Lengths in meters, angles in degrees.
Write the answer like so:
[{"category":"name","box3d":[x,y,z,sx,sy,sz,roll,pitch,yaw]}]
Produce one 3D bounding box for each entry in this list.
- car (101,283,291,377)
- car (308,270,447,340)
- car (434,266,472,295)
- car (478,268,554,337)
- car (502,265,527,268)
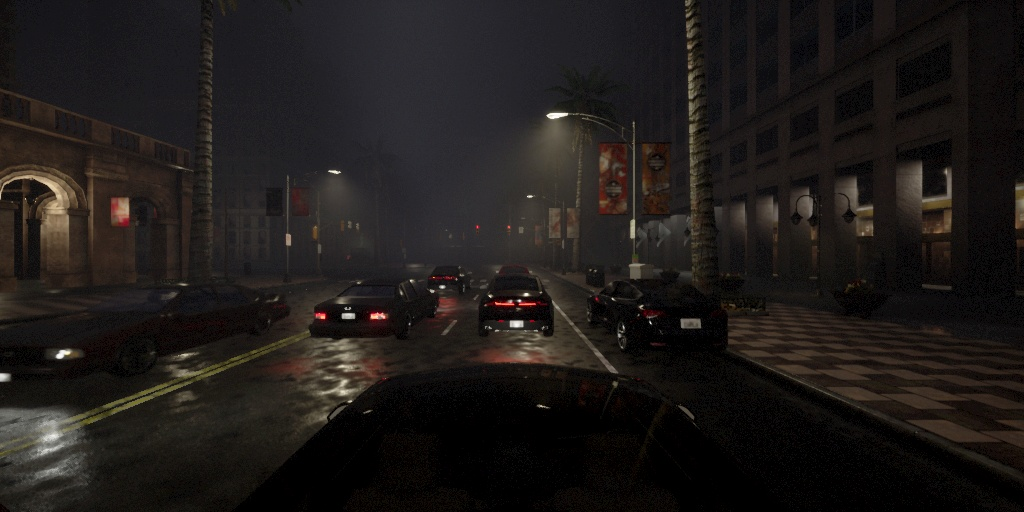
[{"category":"car","box3d":[-7.090,1.297,7.633,2.033,1.411,5.357,0,0,0]},{"category":"car","box3d":[-3.393,1.297,9.966,2.033,1.411,5.357,0,0,0]},{"category":"car","box3d":[-3.384,1.255,19.855,1.837,1.490,4.892,0,0,0]},{"category":"car","box3d":[0.097,1.254,10.346,1.837,1.490,4.892,0,0,0]},{"category":"car","box3d":[0.111,1.228,19.796,1.882,1.535,5.008,0,0,0]}]
